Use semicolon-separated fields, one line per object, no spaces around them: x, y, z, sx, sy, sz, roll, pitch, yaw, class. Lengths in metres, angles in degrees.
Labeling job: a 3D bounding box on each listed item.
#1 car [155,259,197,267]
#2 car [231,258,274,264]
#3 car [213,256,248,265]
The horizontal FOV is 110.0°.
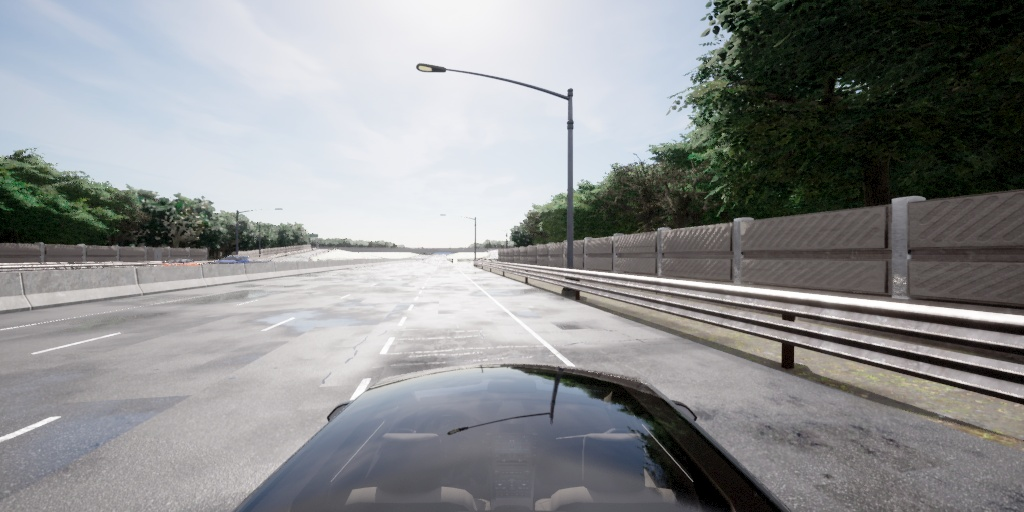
-39.809;1.136;42.575;2.097;1.767;4.553;0;0;-11;car
-28.635;1.286;39.982;1.837;1.490;4.892;0;-1;-11;car
-37.234;1.016;47.840;2.150;2.045;5.566;0;0;-10;car
